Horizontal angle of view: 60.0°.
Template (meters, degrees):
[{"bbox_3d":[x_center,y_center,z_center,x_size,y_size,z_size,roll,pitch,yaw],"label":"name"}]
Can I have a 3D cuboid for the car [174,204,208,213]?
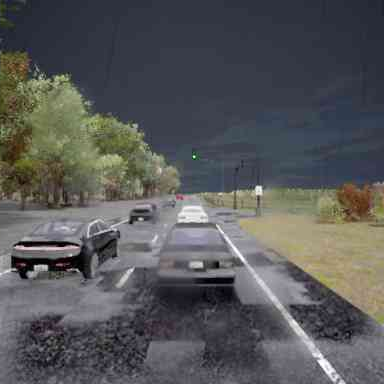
[{"bbox_3d":[0.041,1.576,20.820,1.812,1.442,4.674,0,0,0],"label":"car"}]

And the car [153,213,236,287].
[{"bbox_3d":[0.081,1.571,9.459,2.033,1.411,5.357,0,0,0],"label":"car"}]

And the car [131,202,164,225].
[{"bbox_3d":[-3.455,1.565,24.870,1.837,1.490,4.892,0,0,0],"label":"car"}]

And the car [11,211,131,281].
[{"bbox_3d":[-3.421,1.515,9.959,2.128,1.511,4.902,0,0,0],"label":"car"}]

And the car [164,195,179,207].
[{"bbox_3d":[-3.519,1.668,52.493,2.033,1.411,5.357,0,0,0],"label":"car"}]
